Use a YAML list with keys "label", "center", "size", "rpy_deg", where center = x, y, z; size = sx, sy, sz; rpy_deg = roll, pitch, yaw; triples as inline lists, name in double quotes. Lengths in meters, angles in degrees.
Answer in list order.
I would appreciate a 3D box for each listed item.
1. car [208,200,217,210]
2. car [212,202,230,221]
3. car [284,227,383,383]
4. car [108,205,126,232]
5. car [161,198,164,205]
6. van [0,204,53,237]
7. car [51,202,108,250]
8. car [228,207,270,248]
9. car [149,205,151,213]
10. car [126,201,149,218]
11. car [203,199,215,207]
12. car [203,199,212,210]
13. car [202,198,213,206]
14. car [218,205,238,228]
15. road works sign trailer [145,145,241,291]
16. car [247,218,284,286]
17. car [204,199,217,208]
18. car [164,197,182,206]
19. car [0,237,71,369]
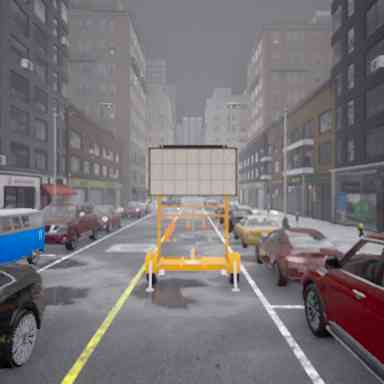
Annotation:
- label: "car"
  center: [2.929, 1.739, 31.632]
  size: [2.008, 1.369, 4.403]
  rpy_deg: [-1, 0, 0]
- label: "car"
  center: [2.916, 1.721, 26.046]
  size: [1.947, 1.339, 4.313]
  rpy_deg: [-1, 0, 0]
- label: "car"
  center: [2.861, 1.337, 3.705]
  size: [2.192, 1.841, 5.009]
  rpy_deg: [-1, 0, 0]
- label: "car"
  center: [-5.633, 1.566, 20.479]
  size: [1.967, 1.590, 4.097]
  rpy_deg: [-1, 0, 0]
- label: "car"
  center: [-5.538, 1.918, 65.164]
  size: [1.887, 1.381, 4.507]
  rpy_deg: [-1, 0, 0]
- label: "van"
  center: [-5.658, 1.401, 9.309]
  size: [1.690, 1.788, 3.998]
  rpy_deg: [-1, 0, 0]
- label: "car"
  center: [-5.646, 1.408, 14.895]
  size: [2.192, 1.841, 5.009]
  rpy_deg: [-1, 0, 0]
- label: "car"
  center: [2.890, 1.616, 15.045]
  size: [1.752, 1.417, 4.829]
  rpy_deg: [-1, 0, 0]
- label: "car"
  center: [-5.596, 1.806, 37.235]
  size: [1.802, 1.307, 4.206]
  rpy_deg: [-1, 0, 0]
- label: "car"
  center: [-5.610, 1.632, 31.650]
  size: [1.967, 1.590, 4.097]
  rpy_deg: [-1, 0, 0]
- label: "car"
  center: [2.994, 1.907, 59.561]
  size: [1.947, 1.339, 4.313]
  rpy_deg: [-1, 0, 0]
- label: "car"
  center: [2.968, 1.833, 48.389]
  size: [2.008, 1.369, 4.403]
  rpy_deg: [-1, 0, 0]
- label: "car"
  center: [3.007, 1.952, 65.147]
  size: [1.802, 1.307, 4.206]
  rpy_deg: [-1, 0, 0]
- label: "car"
  center: [2.903, 1.689, 20.461]
  size: [1.947, 1.339, 4.313]
  rpy_deg: [-1, 0, 0]
- label: "road works sign trailer"
  center: [0.027, 0.521, 9.135]
  size: [2.380, 3.560, 2.880]
  rpy_deg: [0, 0, 0]
- label: "car"
  center: [2.878, 1.638, 9.289]
  size: [1.802, 1.307, 4.206]
  rpy_deg: [-1, 0, 0]
- label: "car"
  center: [2.981, 1.838, 54.145]
  size: [1.752, 1.417, 4.829]
  rpy_deg: [-1, 0, 0]
- label: "car"
  center: [-2.944, 1.549, 56.061]
  size: [2.150, 2.045, 5.566]
  rpy_deg: [0, -1, 1]
- label: "car"
  center: [-3.090, 1.512, 2.974]
  size: [2.128, 1.511, 4.902]
  rpy_deg: [0, 0, 0]
